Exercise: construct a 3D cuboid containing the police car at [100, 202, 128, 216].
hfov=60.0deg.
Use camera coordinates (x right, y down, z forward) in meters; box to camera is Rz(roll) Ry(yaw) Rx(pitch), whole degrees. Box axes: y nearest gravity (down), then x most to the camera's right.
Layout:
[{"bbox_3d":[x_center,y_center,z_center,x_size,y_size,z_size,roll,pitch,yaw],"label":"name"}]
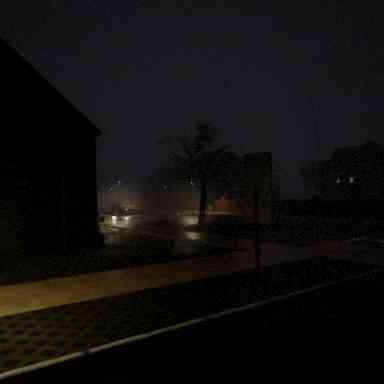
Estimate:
[{"bbox_3d":[-9.607,2.108,41.073,2.038,1.542,4.974,-2,0,-36],"label":"police car"}]
